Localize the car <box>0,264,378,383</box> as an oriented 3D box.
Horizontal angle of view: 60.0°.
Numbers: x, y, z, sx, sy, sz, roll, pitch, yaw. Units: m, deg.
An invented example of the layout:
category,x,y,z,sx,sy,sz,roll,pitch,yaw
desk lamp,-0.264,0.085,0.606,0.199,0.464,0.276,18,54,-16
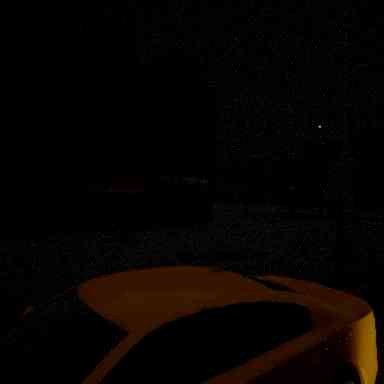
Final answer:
category,x,y,z,sx,sy,sz,roll,pitch,yaw
car,-0.429,1.475,2.755,5.008,1.535,1.882,0,0,-35
